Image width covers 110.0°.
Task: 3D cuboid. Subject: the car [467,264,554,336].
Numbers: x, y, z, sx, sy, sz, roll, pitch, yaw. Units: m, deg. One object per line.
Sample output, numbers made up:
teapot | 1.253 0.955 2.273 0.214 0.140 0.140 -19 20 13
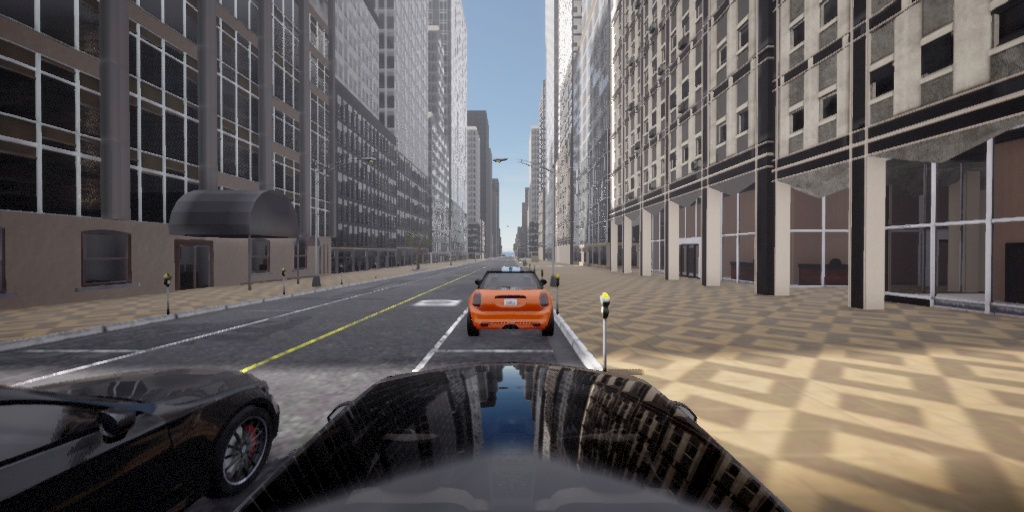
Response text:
car | -0.033 1.091 10.471 2.097 1.767 4.553 0 0 0

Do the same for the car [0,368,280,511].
car | -3.146 1.269 1.501 1.812 1.442 4.674 0 0 0
